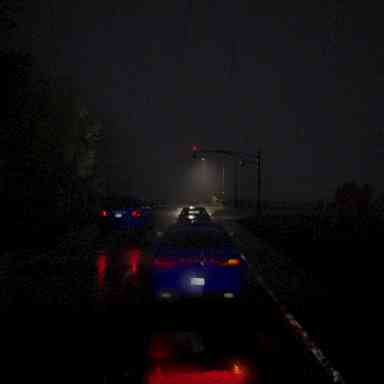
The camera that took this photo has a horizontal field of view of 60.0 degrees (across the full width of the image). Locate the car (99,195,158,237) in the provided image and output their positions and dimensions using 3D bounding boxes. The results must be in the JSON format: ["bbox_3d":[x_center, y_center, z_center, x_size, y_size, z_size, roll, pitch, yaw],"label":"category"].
[{"bbox_3d":[-3.399,1.201,18.145,2.150,2.045,5.566,0,0,0],"label":"car"}]

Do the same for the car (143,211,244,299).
[{"bbox_3d":[0.103,1.470,8.501,1.882,1.535,5.008,0,0,0],"label":"car"}]

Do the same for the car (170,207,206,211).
[{"bbox_3d":[0.110,1.530,18.177,2.033,1.411,5.357,0,0,0],"label":"car"}]

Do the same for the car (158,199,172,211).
[{"bbox_3d":[-3.386,1.509,38.130,2.033,1.411,5.357,0,0,0],"label":"car"}]
